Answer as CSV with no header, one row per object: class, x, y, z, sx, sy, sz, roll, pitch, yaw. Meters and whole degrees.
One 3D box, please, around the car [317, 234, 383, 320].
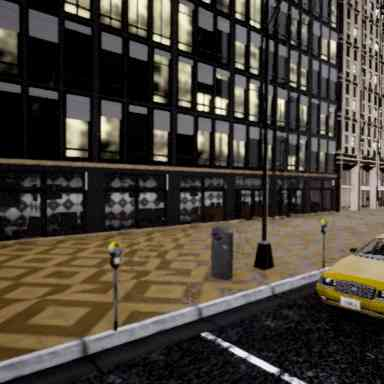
car,4.369,1.436,6.795,4.829,1.417,1.752,0,1,-40
